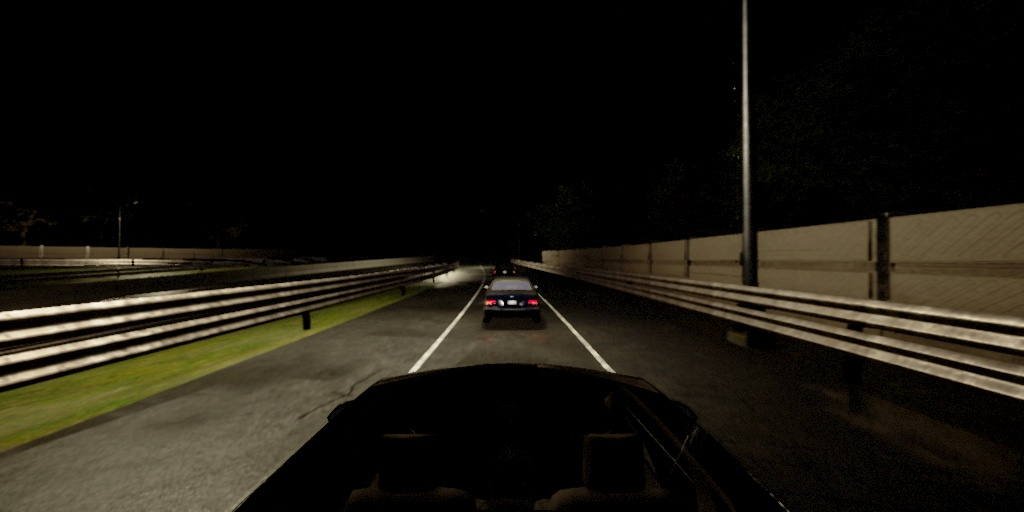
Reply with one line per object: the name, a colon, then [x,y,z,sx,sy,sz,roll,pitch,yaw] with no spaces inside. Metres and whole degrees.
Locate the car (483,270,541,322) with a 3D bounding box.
car: [-0.034,1.403,12.793,2.033,1.411,5.357,0,-1,-1]

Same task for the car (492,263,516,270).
car: [-0.719,1.369,31.564,2.097,1.767,4.553,0,0,-3]
